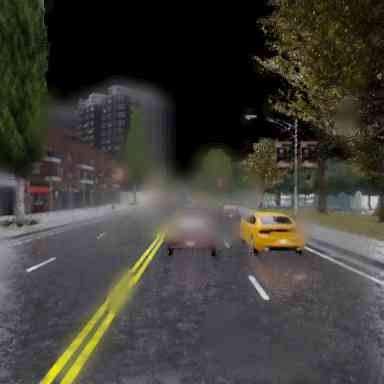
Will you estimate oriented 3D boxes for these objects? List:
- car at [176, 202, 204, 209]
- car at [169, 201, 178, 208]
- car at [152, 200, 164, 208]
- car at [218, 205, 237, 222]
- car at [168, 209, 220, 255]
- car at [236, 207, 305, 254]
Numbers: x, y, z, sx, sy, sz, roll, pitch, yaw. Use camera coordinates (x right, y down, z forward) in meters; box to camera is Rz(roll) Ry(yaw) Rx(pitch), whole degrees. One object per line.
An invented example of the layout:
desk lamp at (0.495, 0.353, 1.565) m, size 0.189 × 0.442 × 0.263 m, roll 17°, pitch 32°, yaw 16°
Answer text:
car at (-0.009, 1.790, 28.521) m, size 2.128 × 1.511 × 4.902 m, roll 0°, pitch -1°, yaw 0°
car at (-3.335, 2.358, 64.553) m, size 2.033 × 1.411 × 5.357 m, roll 0°, pitch -1°, yaw 0°
car at (-6.593, 2.314, 64.548) m, size 1.837 × 1.490 × 4.892 m, roll 0°, pitch -1°, yaw 1°
car at (3.244, 1.827, 28.909) m, size 1.812 × 1.442 × 4.674 m, roll 0°, pitch 0°, yaw 0°
car at (0.009, 1.661, 13.909) m, size 1.812 × 1.442 × 4.674 m, roll 0°, pitch 0°, yaw 0°
car at (3.263, 1.616, 14.262) m, size 1.882 × 1.535 × 5.008 m, roll 0°, pitch 0°, yaw 0°
